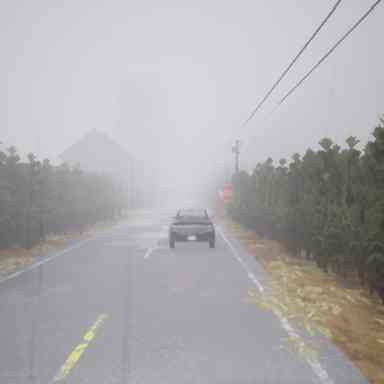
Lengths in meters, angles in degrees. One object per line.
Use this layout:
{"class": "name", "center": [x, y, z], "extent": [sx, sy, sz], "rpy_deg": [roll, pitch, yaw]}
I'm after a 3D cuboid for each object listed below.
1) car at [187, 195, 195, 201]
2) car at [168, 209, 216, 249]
{"class": "car", "center": [-0.188, 1.518, 84.667], "extent": [1.812, 1.442, 4.674], "rpy_deg": [0, 0, 1]}
{"class": "car", "center": [0.000, 1.494, 14.650], "extent": [2.128, 1.511, 4.902], "rpy_deg": [0, 0, 0]}
